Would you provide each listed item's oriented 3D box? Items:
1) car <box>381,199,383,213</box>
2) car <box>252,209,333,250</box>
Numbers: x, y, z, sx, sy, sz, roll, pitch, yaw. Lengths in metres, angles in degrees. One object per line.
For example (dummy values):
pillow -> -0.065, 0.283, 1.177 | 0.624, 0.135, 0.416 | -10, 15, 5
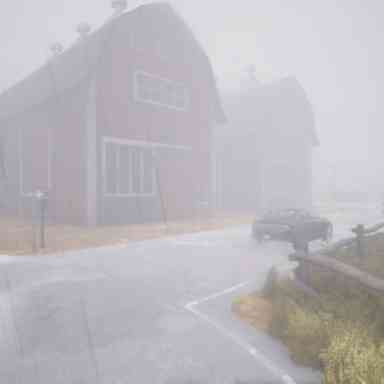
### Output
car -> 18.976, 1.115, 29.358 | 5.566, 2.045, 2.150 | 0, -1, -33
car -> 4.428, 1.461, 14.267 | 2.128, 1.511, 4.902 | 0, 0, 42
